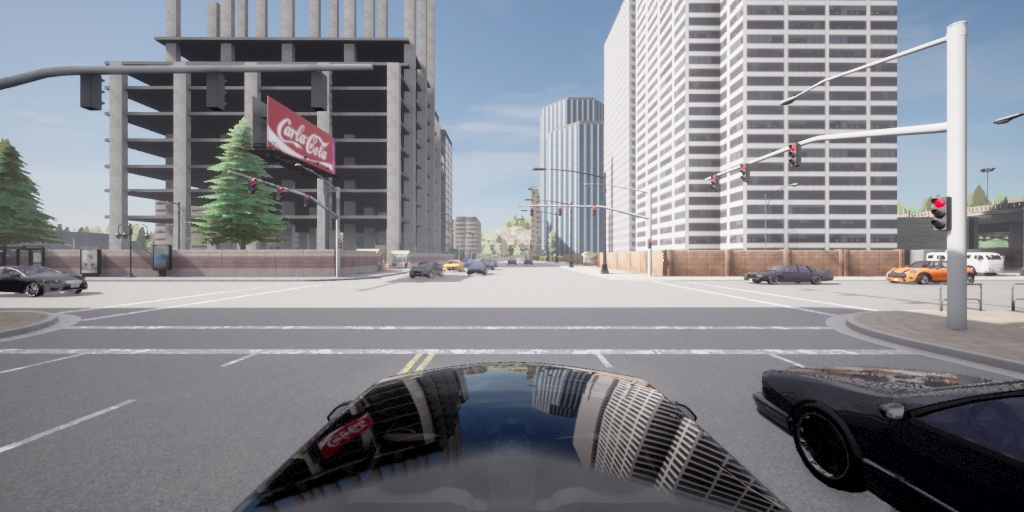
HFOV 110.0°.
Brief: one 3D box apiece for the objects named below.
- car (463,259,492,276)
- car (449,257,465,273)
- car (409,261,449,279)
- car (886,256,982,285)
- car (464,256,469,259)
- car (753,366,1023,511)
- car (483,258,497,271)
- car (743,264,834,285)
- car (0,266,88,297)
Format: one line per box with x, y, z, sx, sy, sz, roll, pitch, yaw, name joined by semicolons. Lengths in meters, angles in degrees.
-3.578;1.298;37.739;2.033;1.411;5.357;0;0;0;car
-7.080;1.227;44.098;1.882;1.535;5.008;0;0;0;car
-7.593;1.255;32.298;1.837;1.490;4.892;1;0;7;car
29.655;1.102;25.558;4.553;1.767;2.097;0;0;1;car
-7.054;1.227;59.782;1.882;1.535;5.008;0;0;0;car
3.597;1.296;1.491;2.033;1.411;5.357;0;0;0;car
-3.572;1.102;50.318;2.097;1.767;4.553;0;0;0;car
19.647;1.297;25.537;5.357;1.411;2.033;0;0;0;car
-24.548;1.241;18.121;4.902;1.511;2.128;0;0;0;car
